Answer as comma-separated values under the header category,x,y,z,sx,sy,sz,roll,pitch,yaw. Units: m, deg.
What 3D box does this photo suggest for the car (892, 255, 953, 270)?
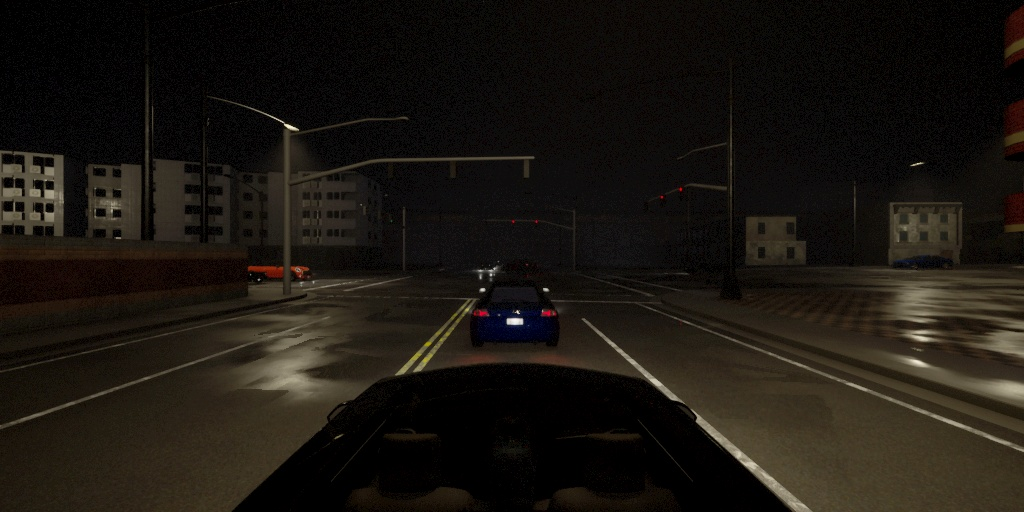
category,x,y,z,sx,sy,sz,roll,pitch,yaw
car,42.922,0.675,37.610,5.008,1.535,1.882,-1,0,1

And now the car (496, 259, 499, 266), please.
category,x,y,z,sx,sy,sz,roll,pitch,yaw
car,-3.753,1.274,63.080,1.812,1.442,4.674,0,0,0

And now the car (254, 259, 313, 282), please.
category,x,y,z,sx,sy,sz,roll,pitch,yaw
car,-18.463,1.101,28.582,4.553,1.767,2.097,0,0,0

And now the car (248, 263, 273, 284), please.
category,x,y,z,sx,sy,sz,roll,pitch,yaw
car,-19.921,1.350,25.132,4.718,1.301,1.895,0,0,1

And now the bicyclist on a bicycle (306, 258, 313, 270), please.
category,x,y,z,sx,sy,sz,roll,pitch,yaw
bicyclist on a bicycle,-25.562,1.050,45.223,0.582,1.620,1.656,0,0,0

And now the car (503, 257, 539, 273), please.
category,x,y,z,sx,sy,sz,roll,pitch,yaw
car,0.985,1.091,42.264,2.097,1.767,4.553,1,-1,-40

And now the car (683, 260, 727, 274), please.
category,x,y,z,sx,sy,sz,roll,pitch,yaw
car,20.499,1.142,38.009,4.181,1.385,1.994,-1,0,1

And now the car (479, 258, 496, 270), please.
category,x,y,z,sx,sy,sz,roll,pitch,yaw
car,-3.746,1.254,53.710,1.837,1.490,4.892,0,0,0

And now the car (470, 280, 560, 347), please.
category,x,y,z,sx,sy,sz,roll,pitch,yaw
car,0.063,1.314,9.357,1.994,1.385,4.181,0,0,0
